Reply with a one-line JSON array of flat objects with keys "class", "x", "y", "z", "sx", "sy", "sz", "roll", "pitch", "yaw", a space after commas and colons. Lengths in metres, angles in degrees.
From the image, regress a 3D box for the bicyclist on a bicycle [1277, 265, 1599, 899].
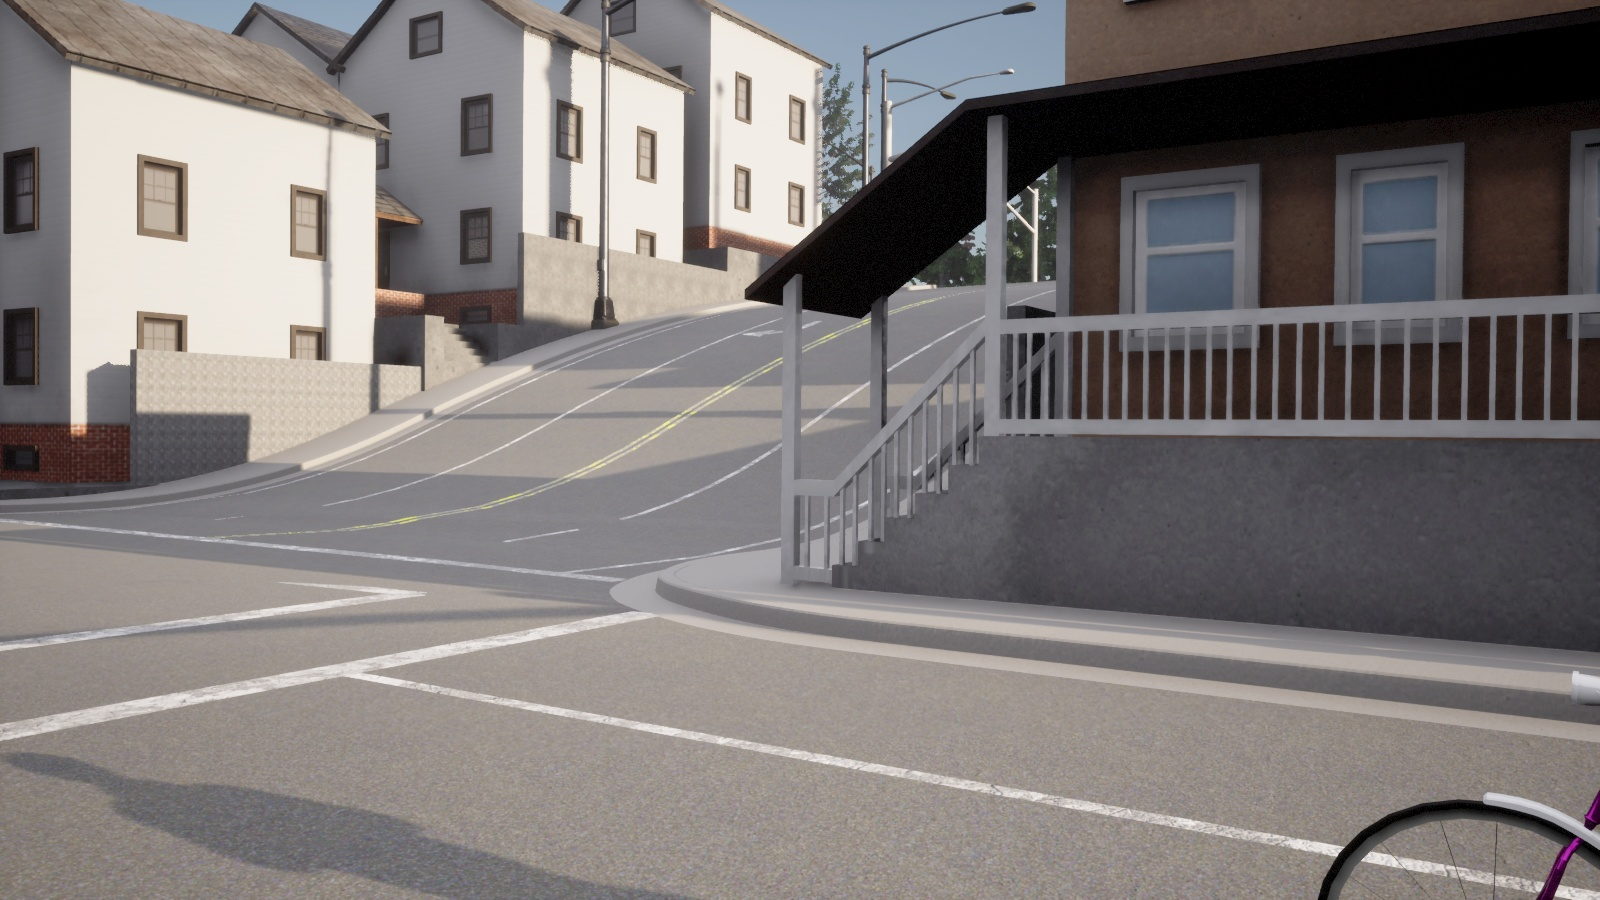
[{"class": "bicyclist on a bicycle", "x": 1.928, "y": 0.552, "z": 2.340, "sx": 1.843, "sy": 1.776, "sz": 0.659, "roll": 0, "pitch": 1, "yaw": 34}]
